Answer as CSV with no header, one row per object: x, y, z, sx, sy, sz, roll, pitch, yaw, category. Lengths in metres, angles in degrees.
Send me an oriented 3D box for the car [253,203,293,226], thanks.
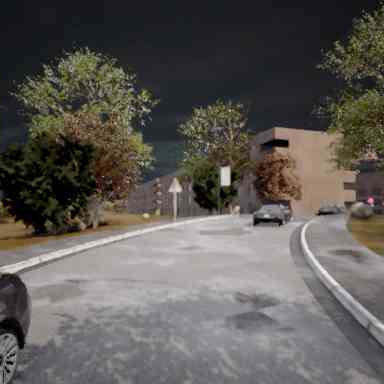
5.542,1.443,22.573,1.994,1.385,4.181,-2,0,26,car

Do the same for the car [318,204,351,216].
15.207,1.995,35.579,4.181,1.385,1.994,7,-8,-44,car

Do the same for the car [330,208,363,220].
20.588,2.948,44.258,4.674,1.442,1.812,5,-6,-33,car

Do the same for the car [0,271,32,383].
-3.068,1.482,2.327,2.128,1.511,4.902,0,0,3,car
